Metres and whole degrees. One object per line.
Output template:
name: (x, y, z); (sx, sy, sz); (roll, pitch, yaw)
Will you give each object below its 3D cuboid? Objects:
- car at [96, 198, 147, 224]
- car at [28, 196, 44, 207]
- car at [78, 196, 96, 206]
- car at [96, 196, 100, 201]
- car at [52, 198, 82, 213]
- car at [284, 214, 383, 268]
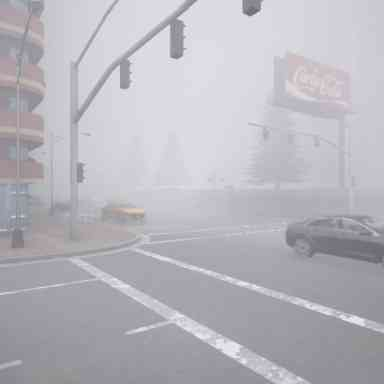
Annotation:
car: (-5.198, 1.477, 25.056); (1.882, 1.535, 5.008); (0, 0, -36)
car: (-24.614, 1.351, 52.015); (2.097, 1.767, 4.553); (0, 0, -36)
car: (-18.260, 1.547, 55.348); (2.033, 1.411, 5.357); (0, 0, -36)
car: (-17.642, 1.526, 60.448); (1.812, 1.442, 4.674); (0, 0, -37)
car: (-14.557, 1.601, 37.978); (1.895, 1.301, 4.718); (0, 0, -36)
car: (5.268, 1.492, 10.608); (2.128, 1.511, 4.902); (0, 0, -36)
